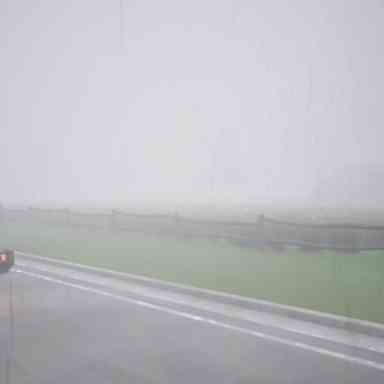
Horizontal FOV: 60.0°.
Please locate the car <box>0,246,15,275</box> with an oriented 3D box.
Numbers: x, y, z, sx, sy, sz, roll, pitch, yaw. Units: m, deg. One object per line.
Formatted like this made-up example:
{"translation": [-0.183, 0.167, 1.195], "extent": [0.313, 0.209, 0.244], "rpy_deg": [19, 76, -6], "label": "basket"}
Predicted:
{"translation": [-6.783, 1.632, 8.831], "extent": [4.718, 1.301, 1.895], "rpy_deg": [0, 0, 36], "label": "car"}
